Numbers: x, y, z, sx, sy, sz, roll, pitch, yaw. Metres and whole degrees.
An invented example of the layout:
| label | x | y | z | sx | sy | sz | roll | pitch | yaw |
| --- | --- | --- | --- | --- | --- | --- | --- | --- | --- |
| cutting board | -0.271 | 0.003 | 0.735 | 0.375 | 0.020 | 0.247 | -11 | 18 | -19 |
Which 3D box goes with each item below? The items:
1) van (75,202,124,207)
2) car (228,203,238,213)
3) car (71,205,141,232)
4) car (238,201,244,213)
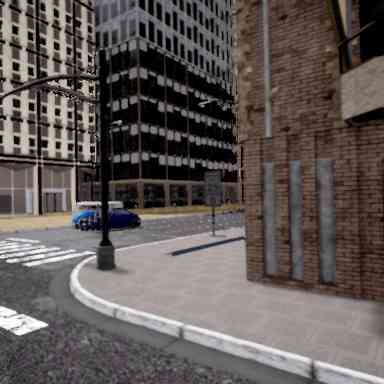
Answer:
| label | x | y | z | sx | sy | sz | roll | pitch | yaw |
| --- | --- | --- | --- | --- | --- | --- | --- | --- | --- |
| van | -6.662 | 1.596 | 23.947 | 1.690 | 1.788 | 3.998 | -2 | -1 | 36 |
| car | 6.173 | 1.826 | 41.856 | 1.752 | 1.417 | 4.829 | -2 | -1 | 36 |
| car | -5.281 | 1.746 | 21.414 | 1.994 | 1.385 | 4.181 | -2 | -1 | 36 |
| car | 7.667 | 1.830 | 39.466 | 1.895 | 1.301 | 4.718 | -2 | -1 | 36 |
